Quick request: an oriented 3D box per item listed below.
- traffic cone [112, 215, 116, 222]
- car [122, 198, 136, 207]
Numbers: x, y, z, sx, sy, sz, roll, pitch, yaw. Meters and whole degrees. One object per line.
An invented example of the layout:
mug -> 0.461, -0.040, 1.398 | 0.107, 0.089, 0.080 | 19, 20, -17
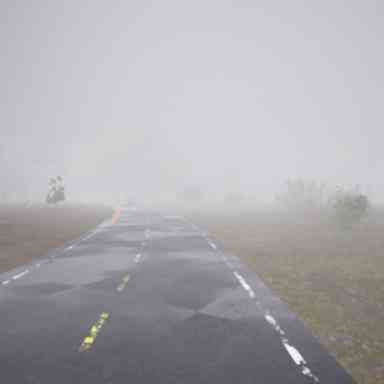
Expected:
traffic cone -> -6.130, 2.074, 26.156 | 0.340, 0.580, 0.340 | 0, 0, -8
car -> -10.538, 1.744, 55.595 | 1.837, 1.490, 4.892 | 0, 0, -17
